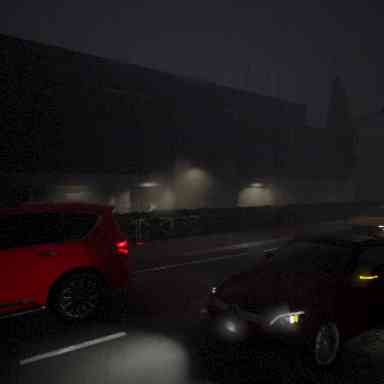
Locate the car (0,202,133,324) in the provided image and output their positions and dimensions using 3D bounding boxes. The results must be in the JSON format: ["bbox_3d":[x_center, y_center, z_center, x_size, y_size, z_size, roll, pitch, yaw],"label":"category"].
[{"bbox_3d":[-3.761,1.243,5.594,5.566,2.045,2.150,-1,0,-36],"label":"car"}]

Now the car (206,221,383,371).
[{"bbox_3d":[2.405,1.478,5.752,4.674,1.442,1.812,-1,0,-36],"label":"car"}]

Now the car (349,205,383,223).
[{"bbox_3d":[8.832,1.322,14.758,5.008,1.535,1.882,-1,0,-36],"label":"car"}]

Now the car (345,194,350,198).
[{"bbox_3d":[32.749,0.832,75.772,1.837,1.490,4.892,-1,0,-34],"label":"car"}]

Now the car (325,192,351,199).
[{"bbox_3d":[34.719,0.836,79.200,2.033,1.411,5.357,-1,0,-34],"label":"car"}]
